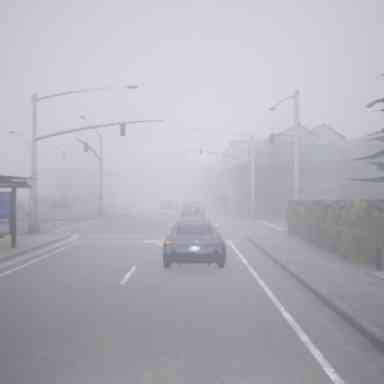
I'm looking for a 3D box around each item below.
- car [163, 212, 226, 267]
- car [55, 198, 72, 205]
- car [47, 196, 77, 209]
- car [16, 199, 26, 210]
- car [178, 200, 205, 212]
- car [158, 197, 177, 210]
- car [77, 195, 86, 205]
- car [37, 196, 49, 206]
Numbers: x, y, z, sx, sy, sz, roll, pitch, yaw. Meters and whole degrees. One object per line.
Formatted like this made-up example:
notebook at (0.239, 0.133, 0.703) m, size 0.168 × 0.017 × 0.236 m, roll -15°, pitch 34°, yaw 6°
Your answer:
car at (0.053, 1.620, 11.674) m, size 1.994 × 1.385 × 4.181 m, roll 0°, pitch 0°, yaw -1°
car at (-25.960, 1.877, 67.108) m, size 1.970 × 1.475 × 3.806 m, roll 0°, pitch 0°, yaw 0°
car at (-18.928, 1.725, 48.638) m, size 2.007 × 1.523 × 4.514 m, roll 0°, pitch 0°, yaw 0°
car at (-22.571, 1.625, 41.579) m, size 1.970 × 1.475 × 3.806 m, roll 0°, pitch 0°, yaw 0°
car at (0.089, 1.520, 31.424) m, size 2.097 × 1.767 × 4.553 m, roll 0°, pitch 1°, yaw 0°
car at (-3.589, 1.773, 46.562) m, size 2.033 × 1.411 × 5.357 m, roll 0°, pitch 0°, yaw 0°
car at (-22.633, 1.591, 66.508) m, size 1.905 × 1.878 × 3.866 m, roll 0°, pitch 0°, yaw 0°
car at (-25.898, 1.573, 58.630) m, size 1.932 × 1.855 × 4.605 m, roll 0°, pitch 0°, yaw 0°
